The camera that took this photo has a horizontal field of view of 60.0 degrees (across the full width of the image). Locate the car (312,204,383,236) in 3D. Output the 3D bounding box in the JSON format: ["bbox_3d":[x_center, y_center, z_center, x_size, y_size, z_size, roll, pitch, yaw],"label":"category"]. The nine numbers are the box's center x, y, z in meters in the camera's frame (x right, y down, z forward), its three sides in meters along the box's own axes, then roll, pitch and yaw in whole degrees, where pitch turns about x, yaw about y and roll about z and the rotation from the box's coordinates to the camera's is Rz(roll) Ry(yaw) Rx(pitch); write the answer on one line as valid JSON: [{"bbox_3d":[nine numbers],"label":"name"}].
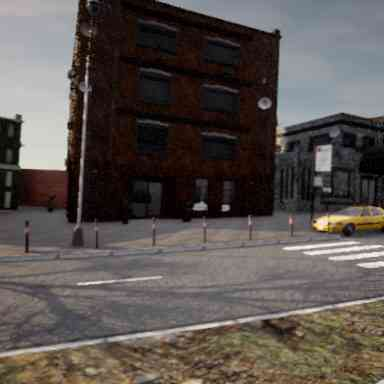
[{"bbox_3d":[8.994,1.446,18.136,5.366,1.575,1.946,0,0,-25],"label":"car"}]
